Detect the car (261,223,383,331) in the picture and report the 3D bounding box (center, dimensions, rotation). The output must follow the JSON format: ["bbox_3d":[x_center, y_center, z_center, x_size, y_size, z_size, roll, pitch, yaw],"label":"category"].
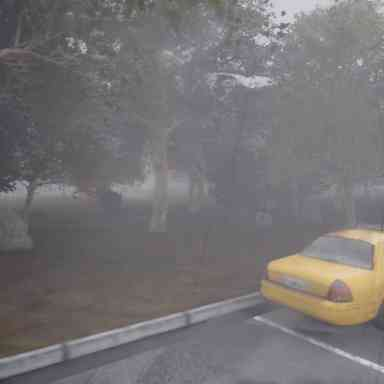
[{"bbox_3d":[3.800,1.406,6.739,5.366,1.575,1.946,-1,1,-33],"label":"car"}]
